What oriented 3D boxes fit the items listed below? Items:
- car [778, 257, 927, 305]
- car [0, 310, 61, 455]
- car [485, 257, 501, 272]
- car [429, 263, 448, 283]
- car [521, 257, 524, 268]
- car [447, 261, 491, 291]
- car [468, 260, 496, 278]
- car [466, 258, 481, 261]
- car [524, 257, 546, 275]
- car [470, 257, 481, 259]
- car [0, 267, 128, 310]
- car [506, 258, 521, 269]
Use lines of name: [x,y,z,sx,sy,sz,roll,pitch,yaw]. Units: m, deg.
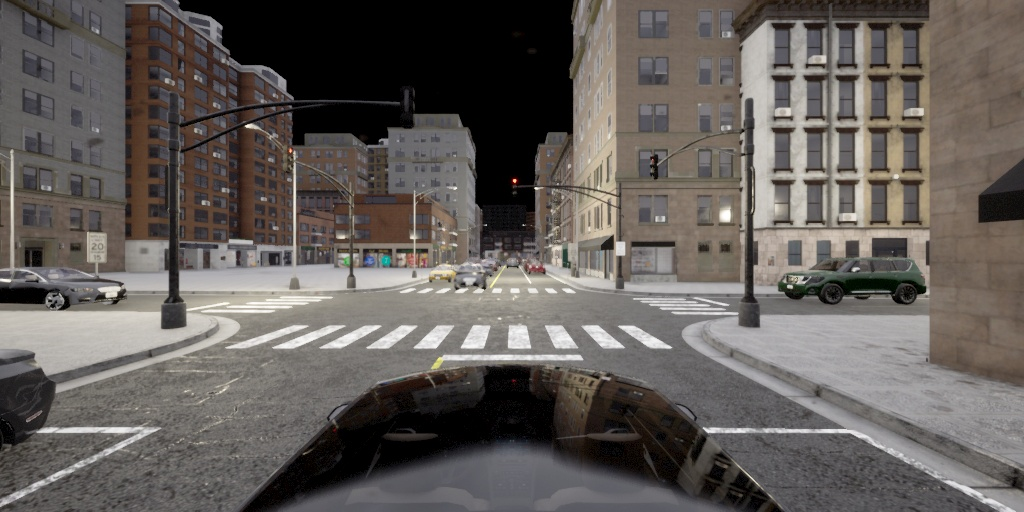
car: [15.349,1.057,16.324,5.566,2.045,2.150,0,0,-2]
car: [-5.388,1.300,1.673,2.007,1.370,4.403,0,0,0]
car: [-2.821,1.278,47.022,1.812,1.442,4.674,0,0,0]
car: [-5.378,1.276,28.349,1.751,1.417,4.829,0,0,0]
car: [2.654,1.066,45.501,2.192,1.841,5.009,0,0,0]
car: [-2.523,1.241,22.088,2.128,1.511,4.902,0,0,-4]
car: [-2.836,1.315,34.072,1.994,1.385,4.181,0,0,0]
car: [-5.372,1.302,45.505,2.007,1.370,4.403,0,0,0]
car: [2.651,1.191,39.839,1.967,1.591,4.097,0,0,0]
car: [-5.369,1.067,51.167,2.192,1.841,5.009,0,0,0]
car: [-17.278,1.162,13.342,4.902,1.511,2.128,0,0,2]
car: [0.115,1.317,58.569,1.994,1.385,4.181,0,0,1]
